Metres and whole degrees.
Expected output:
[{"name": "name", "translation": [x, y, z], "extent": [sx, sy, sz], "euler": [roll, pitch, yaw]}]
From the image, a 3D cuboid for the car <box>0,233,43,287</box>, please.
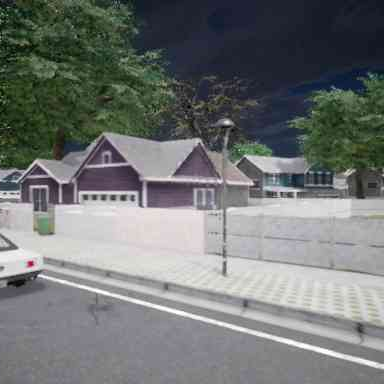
[{"name": "car", "translation": [-5.735, 1.600, 8.083], "extent": [4.718, 1.301, 1.895], "euler": [0, 0, 35]}]
